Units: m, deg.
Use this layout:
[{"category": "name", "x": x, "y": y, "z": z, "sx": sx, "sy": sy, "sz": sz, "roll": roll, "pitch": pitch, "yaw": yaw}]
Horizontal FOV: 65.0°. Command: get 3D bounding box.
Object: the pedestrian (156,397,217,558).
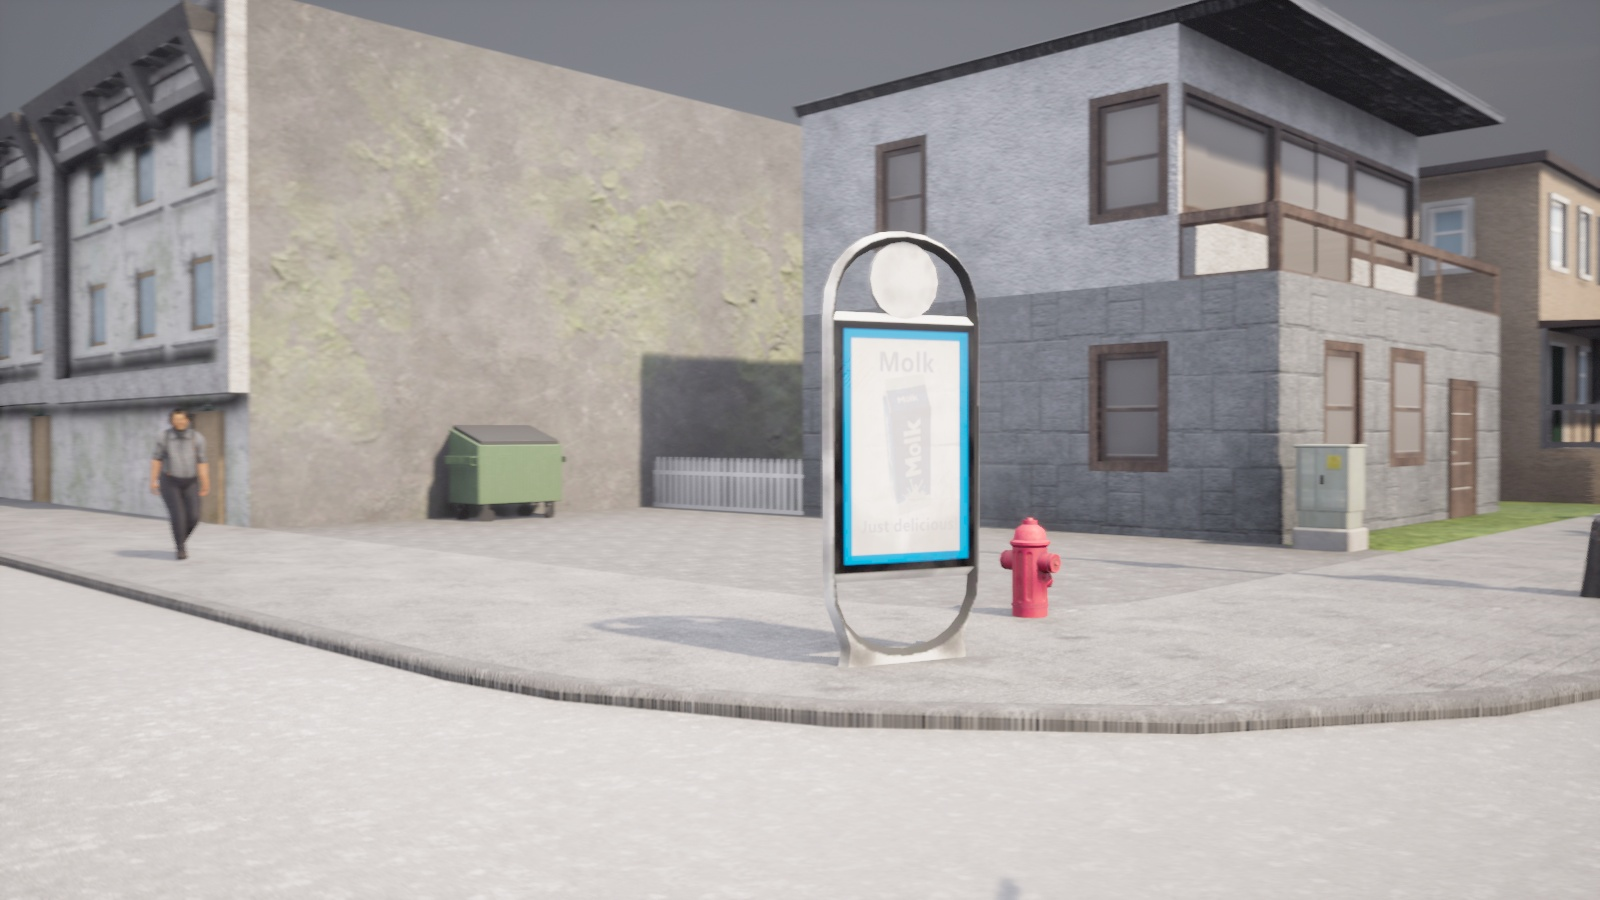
[{"category": "pedestrian", "x": -7.280, "y": 0.310, "z": 14.886, "sx": 0.540, "sy": 1.848, "sz": 0.694, "roll": 0, "pitch": 1, "yaw": -35}]
